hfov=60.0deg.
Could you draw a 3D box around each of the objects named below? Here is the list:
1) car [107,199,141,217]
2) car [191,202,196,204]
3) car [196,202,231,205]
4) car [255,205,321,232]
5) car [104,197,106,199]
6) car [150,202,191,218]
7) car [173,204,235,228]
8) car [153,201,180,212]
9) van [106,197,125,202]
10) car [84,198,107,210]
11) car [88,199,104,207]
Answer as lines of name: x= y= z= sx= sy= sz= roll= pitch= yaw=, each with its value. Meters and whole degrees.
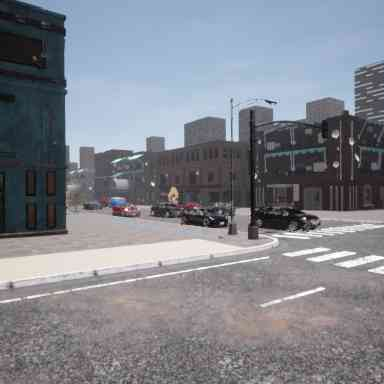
car: x=-7.166 y=1.846 z=36.052 sx=1.967 sy=1.590 sz=4.097 roll=-1 pitch=0 yaw=-36
car: x=-0.345 y=1.903 z=40.926 sx=1.802 sy=1.307 sz=4.206 roll=-2 pitch=0 yaw=-36
car: x=2.872 y=1.809 z=36.421 sx=2.008 sy=1.369 sz=4.403 roll=-2 pitch=0 yaw=-36
car: x=6.018 y=1.661 z=21.646 sx=1.837 sy=1.490 sz=4.892 roll=-1 pitch=0 yaw=-32
car: x=-16.439 y=1.939 z=63.444 sx=2.192 sy=1.841 sz=5.009 roll=-1 pitch=0 yaw=-36
car: x=-2.560 y=1.836 z=34.081 sx=1.837 sy=1.490 sz=4.892 roll=-1 pitch=0 yaw=-35
car: x=0.804 y=1.814 z=24.690 sx=1.947 sy=1.339 sz=4.313 roll=-2 pitch=0 yaw=-36
car: x=-3.562 y=1.966 z=45.429 sx=1.802 sy=1.307 sz=4.206 roll=-2 pitch=0 yaw=-36
van: x=-13.220 y=1.906 z=58.941 sx=1.690 sy=1.788 sz=3.998 roll=-1 pitch=0 yaw=-36
car: x=-15.477 y=2.143 z=52.305 sx=1.994 sy=1.385 sz=4.181 roll=-1 pitch=0 yaw=-35
car: x=-19.651 y=2.227 z=67.949 sx=1.887 sy=1.381 sz=4.507 roll=-1 pitch=0 yaw=-36
